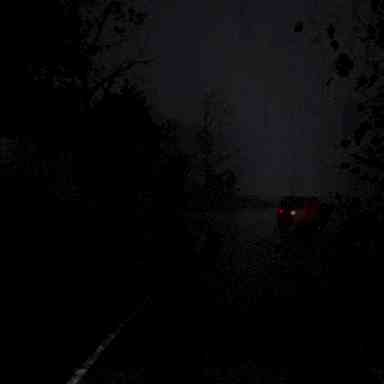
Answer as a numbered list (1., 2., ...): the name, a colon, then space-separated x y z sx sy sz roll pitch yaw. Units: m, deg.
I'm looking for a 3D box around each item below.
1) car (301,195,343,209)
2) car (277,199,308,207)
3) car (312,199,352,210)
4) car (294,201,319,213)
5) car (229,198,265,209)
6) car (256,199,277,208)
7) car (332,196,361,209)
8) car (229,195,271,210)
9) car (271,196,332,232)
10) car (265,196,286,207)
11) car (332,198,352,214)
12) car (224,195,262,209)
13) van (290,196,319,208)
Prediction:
1. car: 20.273 1.583 51.989 5.566 2.045 2.435 0 -1 -6
2. car: 19.274 2.142 64.086 5.366 1.575 1.946 0 -2 -6
3. car: 20.598 1.784 49.085 5.008 1.535 2.097 0 -1 -6
4. car: 13.506 1.732 39.456 1.895 1.301 4.718 0 -1 7
5. car: 8.220 1.742 49.609 4.892 1.521 2.231 0 -1 -6
6. car: 12.573 1.924 56.648 2.128 1.511 4.902 0 -1 -5
7. car: 20.887 1.606 46.065 4.553 1.767 2.185 0 -1 -6
8. car: 8.520 1.443 46.961 5.566 2.045 2.435 0 -1 -6
9. car: 7.008 1.267 20.826 2.150 2.045 5.566 0 0 31
10. car: 15.451 1.805 61.837 2.150 2.045 5.566 0 -2 -5
11. car: 16.585 1.706 38.079 1.994 1.385 4.181 0 0 15
12. car: 7.954 1.541 52.393 5.566 2.045 2.435 0 -1 -6
13. van: 19.565 1.750 58.139 4.442 1.987 1.878 0 -1 -6
